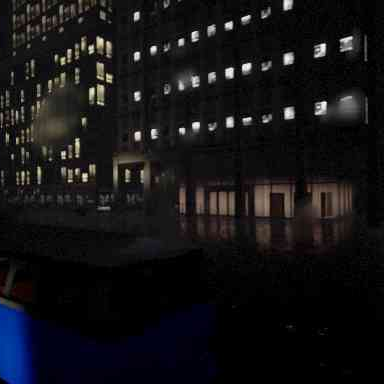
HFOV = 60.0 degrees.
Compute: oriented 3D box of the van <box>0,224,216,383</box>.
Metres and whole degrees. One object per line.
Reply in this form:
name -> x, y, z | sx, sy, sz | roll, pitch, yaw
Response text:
van -> -1.653, 1.357, 4.065 | 3.998, 1.788, 1.690 | 0, -1, 36
